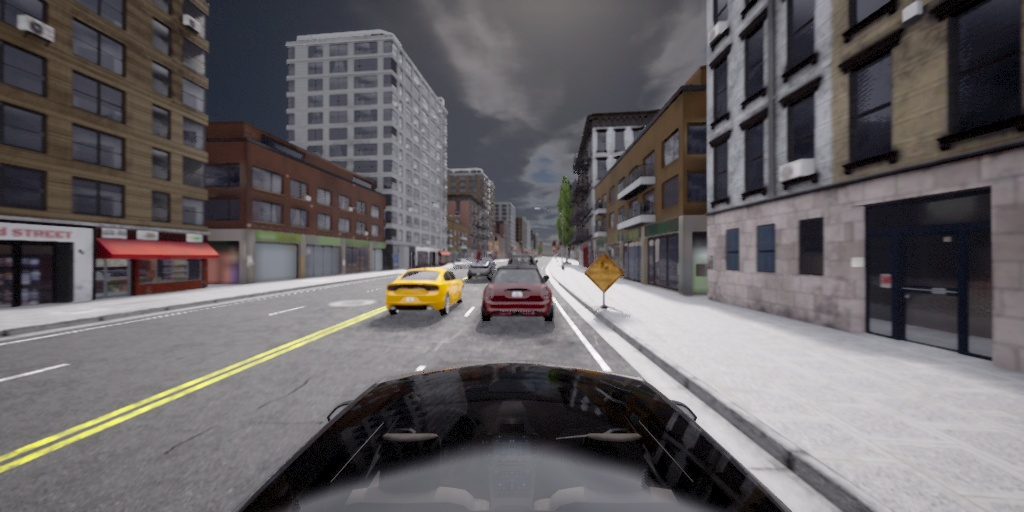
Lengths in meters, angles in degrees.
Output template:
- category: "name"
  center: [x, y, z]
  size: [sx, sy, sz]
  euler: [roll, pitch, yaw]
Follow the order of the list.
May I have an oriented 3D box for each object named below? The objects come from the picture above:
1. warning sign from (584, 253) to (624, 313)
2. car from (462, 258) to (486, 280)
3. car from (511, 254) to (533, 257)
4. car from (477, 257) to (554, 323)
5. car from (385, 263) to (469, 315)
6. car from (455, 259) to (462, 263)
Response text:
- category: "warning sign"
  center: [2.968, 0.820, 11.570]
  size: [1.300, 1.860, 1.060]
  euler: [0, 0, 1]
- category: "car"
  center: [-2.339, 1.133, 29.011]
  size: [2.128, 1.511, 4.902]
  euler: [0, 0, 4]
- category: "car"
  center: [0.841, 0.869, 27.863]
  size: [2.150, 2.045, 5.566]
  euler: [0, 0, 4]
- category: "car"
  center: [0.215, 1.057, 12.149]
  size: [2.097, 1.767, 4.553]
  euler: [0, 1, 2]
- category: "car"
  center: [-3.001, 1.173, 13.270]
  size: [1.882, 1.535, 5.008]
  euler: [0, 0, 2]
- category: "car"
  center: [-7.186, 1.116, 51.824]
  size: [1.812, 1.442, 4.674]
  euler: [0, 0, 6]
